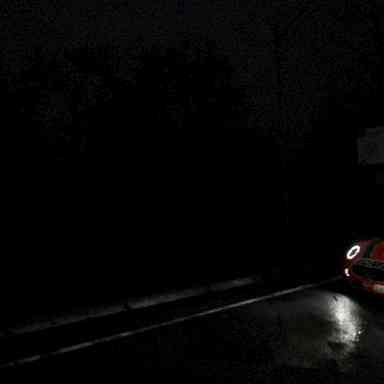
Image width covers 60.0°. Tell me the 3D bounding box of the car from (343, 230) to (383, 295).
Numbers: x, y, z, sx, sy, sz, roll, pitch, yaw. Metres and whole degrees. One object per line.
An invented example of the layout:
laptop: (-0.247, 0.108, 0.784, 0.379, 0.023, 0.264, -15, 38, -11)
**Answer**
car: (5.655, 1.368, 8.010, 4.553, 1.767, 2.097, 0, 0, -35)
